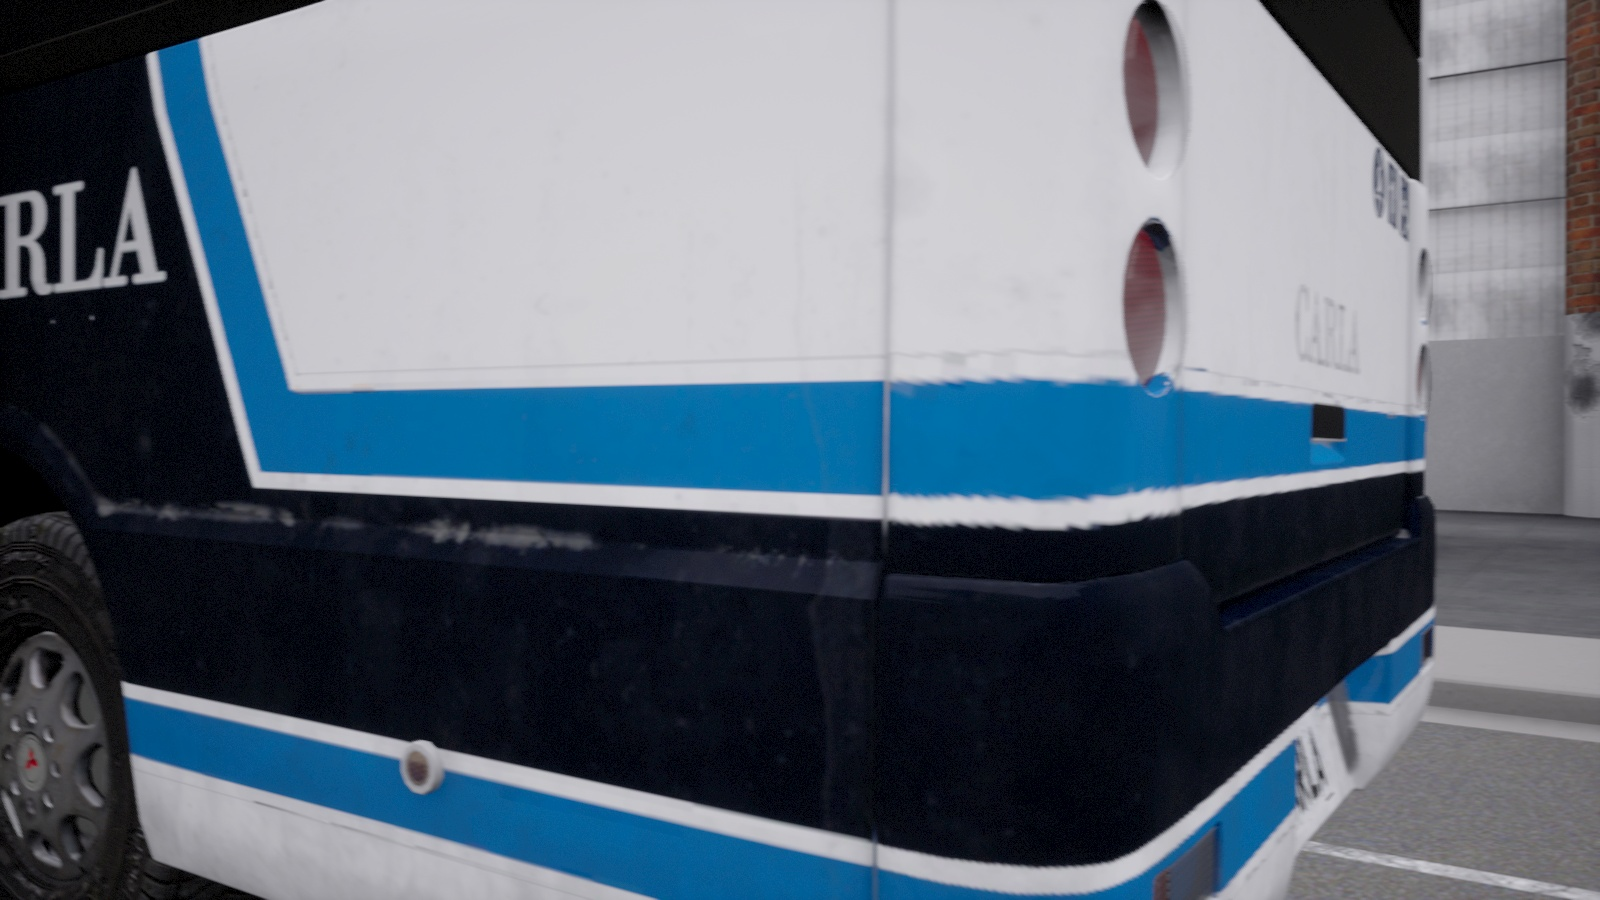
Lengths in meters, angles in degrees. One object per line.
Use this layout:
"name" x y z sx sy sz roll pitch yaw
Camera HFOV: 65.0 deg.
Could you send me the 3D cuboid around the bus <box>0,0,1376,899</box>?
"bus" -3.266 -0.689 5.803 10.273 4.253 3.944 0 1 33
